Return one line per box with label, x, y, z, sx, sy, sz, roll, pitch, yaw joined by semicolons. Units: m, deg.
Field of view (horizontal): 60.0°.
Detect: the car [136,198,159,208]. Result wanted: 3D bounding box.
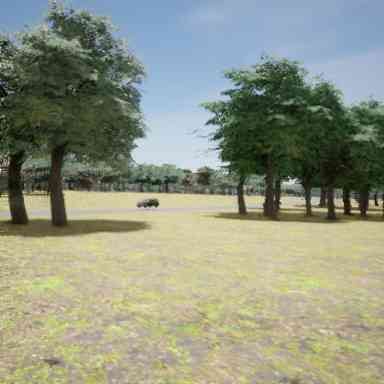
car;-9.220;2.312;69.906;2.150;2.045;5.566;1;-1;35
